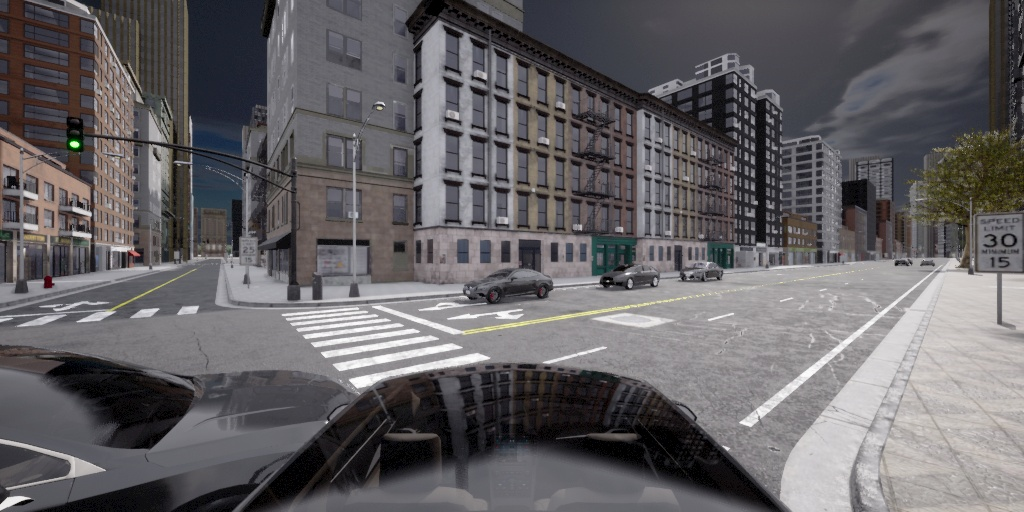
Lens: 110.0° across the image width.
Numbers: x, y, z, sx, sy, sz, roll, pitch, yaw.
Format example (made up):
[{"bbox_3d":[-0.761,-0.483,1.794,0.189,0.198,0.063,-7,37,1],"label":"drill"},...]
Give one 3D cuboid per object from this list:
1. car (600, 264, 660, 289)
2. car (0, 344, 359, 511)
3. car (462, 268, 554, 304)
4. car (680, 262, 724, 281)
[{"bbox_3d":[7.616,1.258,22.968,4.892,1.490,1.837,0,0,-39],"label":"car"},{"bbox_3d":[-3.225,1.257,1.754,4.892,1.490,1.837,0,0,-35],"label":"car"},{"bbox_3d":[-0.066,1.287,16.731,4.674,1.442,1.812,0,0,-39],"label":"car"},{"bbox_3d":[15.615,1.236,29.451,4.902,1.511,2.128,0,0,-39],"label":"car"}]
